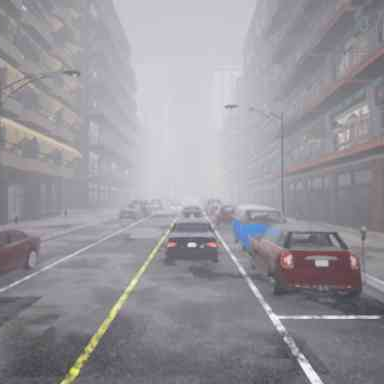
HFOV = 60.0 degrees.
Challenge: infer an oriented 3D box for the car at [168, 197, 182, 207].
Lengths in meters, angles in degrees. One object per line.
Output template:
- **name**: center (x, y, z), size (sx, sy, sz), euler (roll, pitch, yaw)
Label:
- **car**: center (-3.019, 2.141, 65.401), size (2.128, 1.511, 4.902), euler (0, -1, 0)

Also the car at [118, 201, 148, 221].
- **car**: center (-5.677, 1.860, 30.989), size (2.008, 1.369, 4.403), euler (1, -1, 0)

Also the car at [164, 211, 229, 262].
- **car**: center (0.011, 1.674, 12.571), size (2.033, 1.411, 5.357), euler (0, -1, 0)

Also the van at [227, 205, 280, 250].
- **van**: center (2.708, 1.486, 14.421), size (1.690, 1.788, 3.998), euler (1, -1, 0)

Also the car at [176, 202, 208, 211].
- **car**: center (0.011, 1.823, 27.572), size (2.033, 1.411, 5.357), euler (0, -1, 0)

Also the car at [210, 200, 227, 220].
- **car**: center (2.706, 1.695, 25.502), size (1.967, 1.590, 4.097), euler (1, -1, 0)

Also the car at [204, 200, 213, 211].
- **car**: center (2.704, 1.909, 36.582), size (1.887, 1.381, 4.507), euler (1, -1, 0)

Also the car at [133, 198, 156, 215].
- **car**: center (-5.672, 1.679, 36.531), size (2.192, 1.841, 5.009), euler (1, -1, 0)

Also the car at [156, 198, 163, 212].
- **car**: center (-5.676, 1.994, 47.440), size (1.752, 1.417, 4.829), euler (1, -1, 0)

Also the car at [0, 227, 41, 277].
- **car**: center (-5.676, 1.634, 8.827), size (1.887, 1.381, 4.507), euler (1, -1, 0)

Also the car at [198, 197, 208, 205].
- **car**: center (2.709, 2.105, 80.906), size (2.192, 1.841, 5.009), euler (1, -1, 0)

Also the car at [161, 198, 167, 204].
- **car**: center (-5.672, 1.839, 53.152), size (2.192, 1.841, 5.009), euler (1, -1, 0)

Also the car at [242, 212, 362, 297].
- **car**: center (2.706, 1.530, 8.880), size (1.967, 1.590, 4.097), euler (1, -1, 0)

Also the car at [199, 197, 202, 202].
- **car**: center (3.000, 2.120, 67.772), size (1.801, 1.575, 5.366), euler (0, -1, 0)

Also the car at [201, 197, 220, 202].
- **car**: center (2.708, 1.732, 42.124), size (2.192, 1.841, 5.009), euler (1, -1, 0)
